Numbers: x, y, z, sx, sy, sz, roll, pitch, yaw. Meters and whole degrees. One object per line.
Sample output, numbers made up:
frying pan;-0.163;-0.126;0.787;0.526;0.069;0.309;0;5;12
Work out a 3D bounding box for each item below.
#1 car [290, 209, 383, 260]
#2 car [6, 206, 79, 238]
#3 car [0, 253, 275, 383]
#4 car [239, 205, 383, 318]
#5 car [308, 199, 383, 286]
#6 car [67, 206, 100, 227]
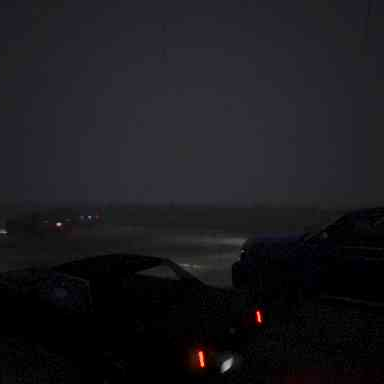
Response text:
car;6.398;1.506;12.326;4.902;1.511;2.128;-1;0;35
car;-8.684;1.698;18.779;4.181;1.385;1.994;-1;0;35
car;-1.407;1.631;4.995;4.718;1.301;1.895;-1;0;35
car;3.463;1.228;5.820;5.566;2.045;2.150;0;0;36
car;6.048;1.220;8.276;5.566;2.045;2.150;-1;0;35
car;-8.696;1.701;23.086;5.357;1.411;2.033;-1;0;35
